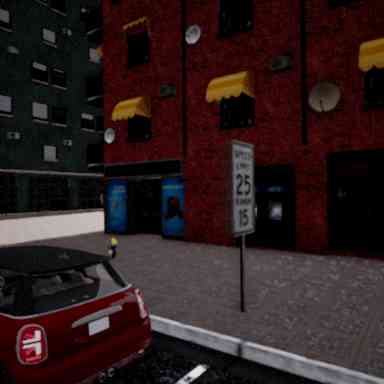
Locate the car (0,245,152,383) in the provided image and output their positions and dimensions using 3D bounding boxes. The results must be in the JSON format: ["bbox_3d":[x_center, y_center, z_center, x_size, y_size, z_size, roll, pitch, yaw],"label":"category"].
[{"bbox_3d":[-2.584,1.485,4.717,4.097,1.590,1.967,-1,-1,35],"label":"car"}]
